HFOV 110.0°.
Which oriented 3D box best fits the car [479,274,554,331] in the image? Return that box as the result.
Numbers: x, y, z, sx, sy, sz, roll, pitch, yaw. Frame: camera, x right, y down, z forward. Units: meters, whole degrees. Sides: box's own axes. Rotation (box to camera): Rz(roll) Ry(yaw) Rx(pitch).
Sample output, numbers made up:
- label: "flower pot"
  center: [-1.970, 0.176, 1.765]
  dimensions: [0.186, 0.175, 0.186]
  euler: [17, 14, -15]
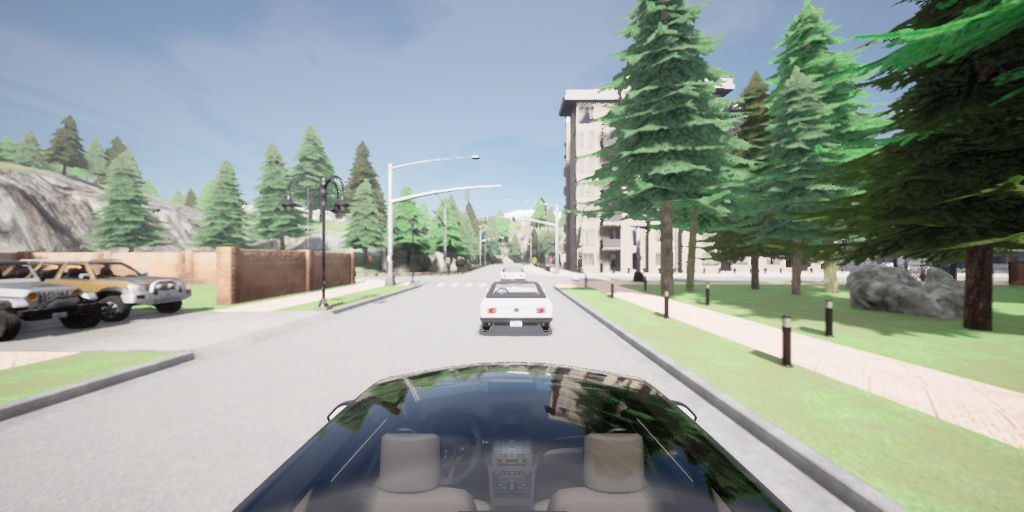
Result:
- label: "car"
  center: [0.110, 1.396, 11.134]
  dimensions: [1.895, 1.301, 4.718]
  euler: [0, 0, 0]

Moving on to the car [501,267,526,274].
- label: "car"
  center: [0.057, 1.482, 27.984]
  dimensions: [1.895, 1.301, 4.718]
  euler: [0, 0, -1]
